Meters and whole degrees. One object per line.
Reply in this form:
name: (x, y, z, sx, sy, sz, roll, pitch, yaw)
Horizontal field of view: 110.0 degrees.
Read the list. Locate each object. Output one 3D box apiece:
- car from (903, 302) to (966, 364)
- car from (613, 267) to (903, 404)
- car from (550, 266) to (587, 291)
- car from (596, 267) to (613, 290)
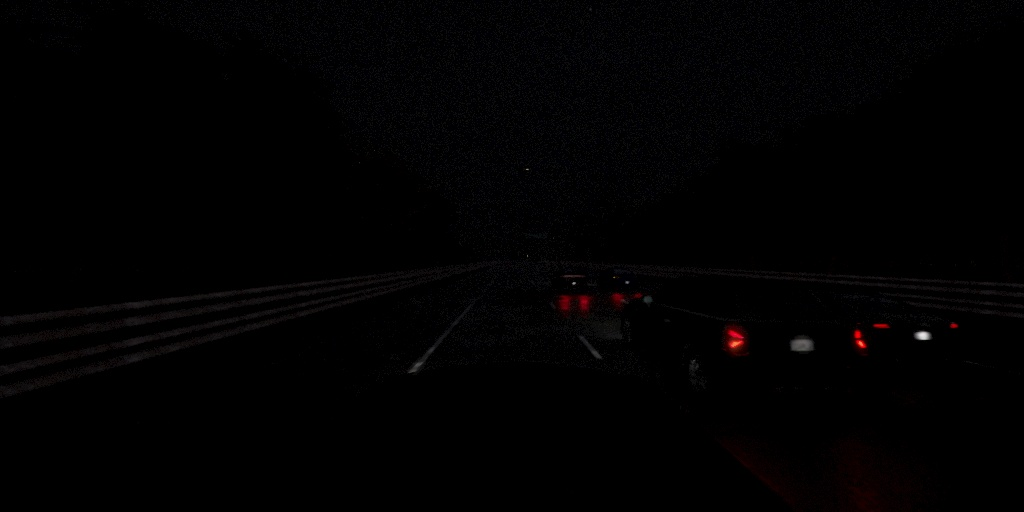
car: (7.098, 1.365, 8.201, 1.994, 1.385, 4.181, 0, 0, 0)
car: (3.597, 1.140, 6.565, 2.097, 1.767, 4.553, 0, 0, 0)
car: (3.598, 1.413, 23.274, 2.128, 1.511, 4.902, 0, 0, 0)
car: (7.098, 1.456, 24.392, 1.812, 1.442, 4.674, 0, 0, 0)
